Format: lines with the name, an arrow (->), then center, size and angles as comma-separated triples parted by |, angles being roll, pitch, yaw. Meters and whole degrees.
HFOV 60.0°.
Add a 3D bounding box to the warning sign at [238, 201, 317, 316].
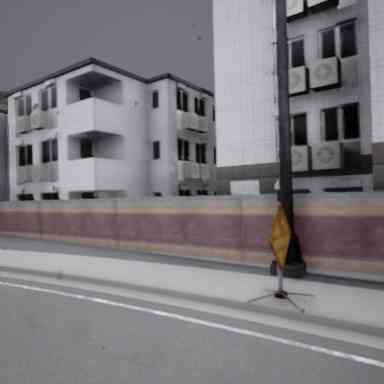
warning sign -> 1.668, 1.134, 6.372 | 1.060, 1.860, 1.300 | -2, 0, 32
